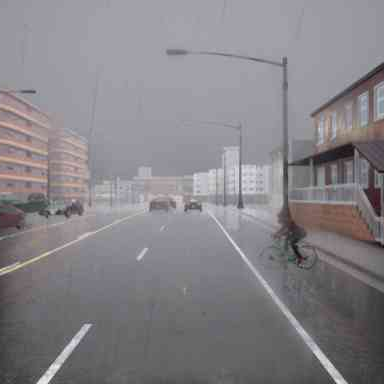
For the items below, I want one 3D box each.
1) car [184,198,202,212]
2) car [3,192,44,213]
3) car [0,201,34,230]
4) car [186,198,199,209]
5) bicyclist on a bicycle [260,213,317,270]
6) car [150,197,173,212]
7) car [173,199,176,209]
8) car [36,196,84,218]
[{"bbox_3d":[0.133,1.414,36.821,1.812,1.442,4.674,0,-1,0],"label":"car"},{"bbox_3d":[-13.980,1.042,27.481,2.150,2.045,5.566,0,0,0],"label":"car"},{"bbox_3d":[-10.575,1.413,17.613,1.812,1.442,4.674,0,1,0],"label":"car"},{"bbox_3d":[0.070,1.680,48.068,1.812,1.442,4.674,0,-2,1],"label":"car"},{"bbox_3d":[2.753,1.414,9.484,1.656,1.620,0.582,-1,0,0],"label":"bicyclist on a bicycle"},{"bbox_3d":[-3.454,1.358,36.291,1.882,1.535,5.008,0,-1,0],"label":"car"},{"bbox_3d":[-3.420,1.529,48.752,2.097,1.767,4.553,0,-2,1],"label":"car"},{"bbox_3d":[-10.480,1.309,27.508,2.128,1.511,4.902,0,0,0],"label":"car"}]
